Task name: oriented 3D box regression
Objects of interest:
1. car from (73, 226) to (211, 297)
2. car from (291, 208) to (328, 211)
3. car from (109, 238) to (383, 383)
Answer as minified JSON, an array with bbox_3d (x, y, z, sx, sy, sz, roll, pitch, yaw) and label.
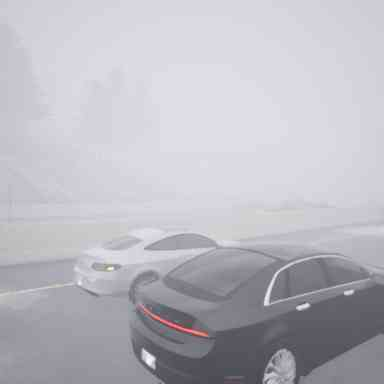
[{"bbox_3d":[-0.380,1.543,7.962,4.674,1.442,1.812,0,0,-37],"label":"car"},{"bbox_3d":[11.515,1.608,31.555,5.357,1.411,2.033,0,0,-40],"label":"car"},{"bbox_3d":[1.475,1.515,4.981,4.892,1.490,1.837,0,0,-37],"label":"car"}]
